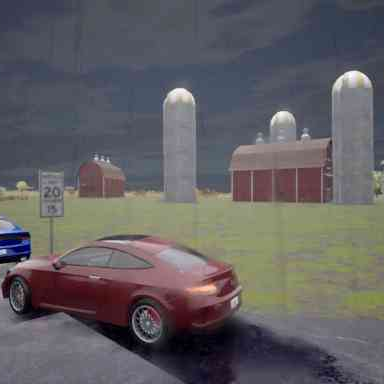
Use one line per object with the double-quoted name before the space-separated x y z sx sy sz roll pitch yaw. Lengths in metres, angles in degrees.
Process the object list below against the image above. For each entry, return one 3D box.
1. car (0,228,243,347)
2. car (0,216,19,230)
"car" -1.399 1.529 6.173 4.674 1.442 1.812 0 0 27
"car" -6.957 1.481 10.741 5.008 1.535 1.882 0 0 43
